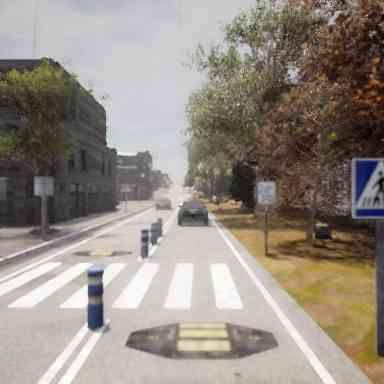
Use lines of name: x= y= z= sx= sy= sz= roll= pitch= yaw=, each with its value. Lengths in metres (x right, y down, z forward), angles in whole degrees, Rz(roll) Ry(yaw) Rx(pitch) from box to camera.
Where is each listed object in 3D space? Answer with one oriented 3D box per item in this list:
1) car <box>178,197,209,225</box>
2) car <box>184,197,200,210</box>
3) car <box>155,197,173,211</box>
car: x=0.068 y=1.337 z=24.244 sx=2.097 sy=1.767 sz=4.553 roll=0 pitch=0 yaw=0
car: x=-0.018 y=1.450 z=42.590 sx=1.837 sy=1.490 sz=4.892 roll=0 pitch=0 yaw=0
car: x=-3.447 y=1.456 z=41.080 sx=1.837 sy=1.490 sz=4.892 roll=0 pitch=0 yaw=0
